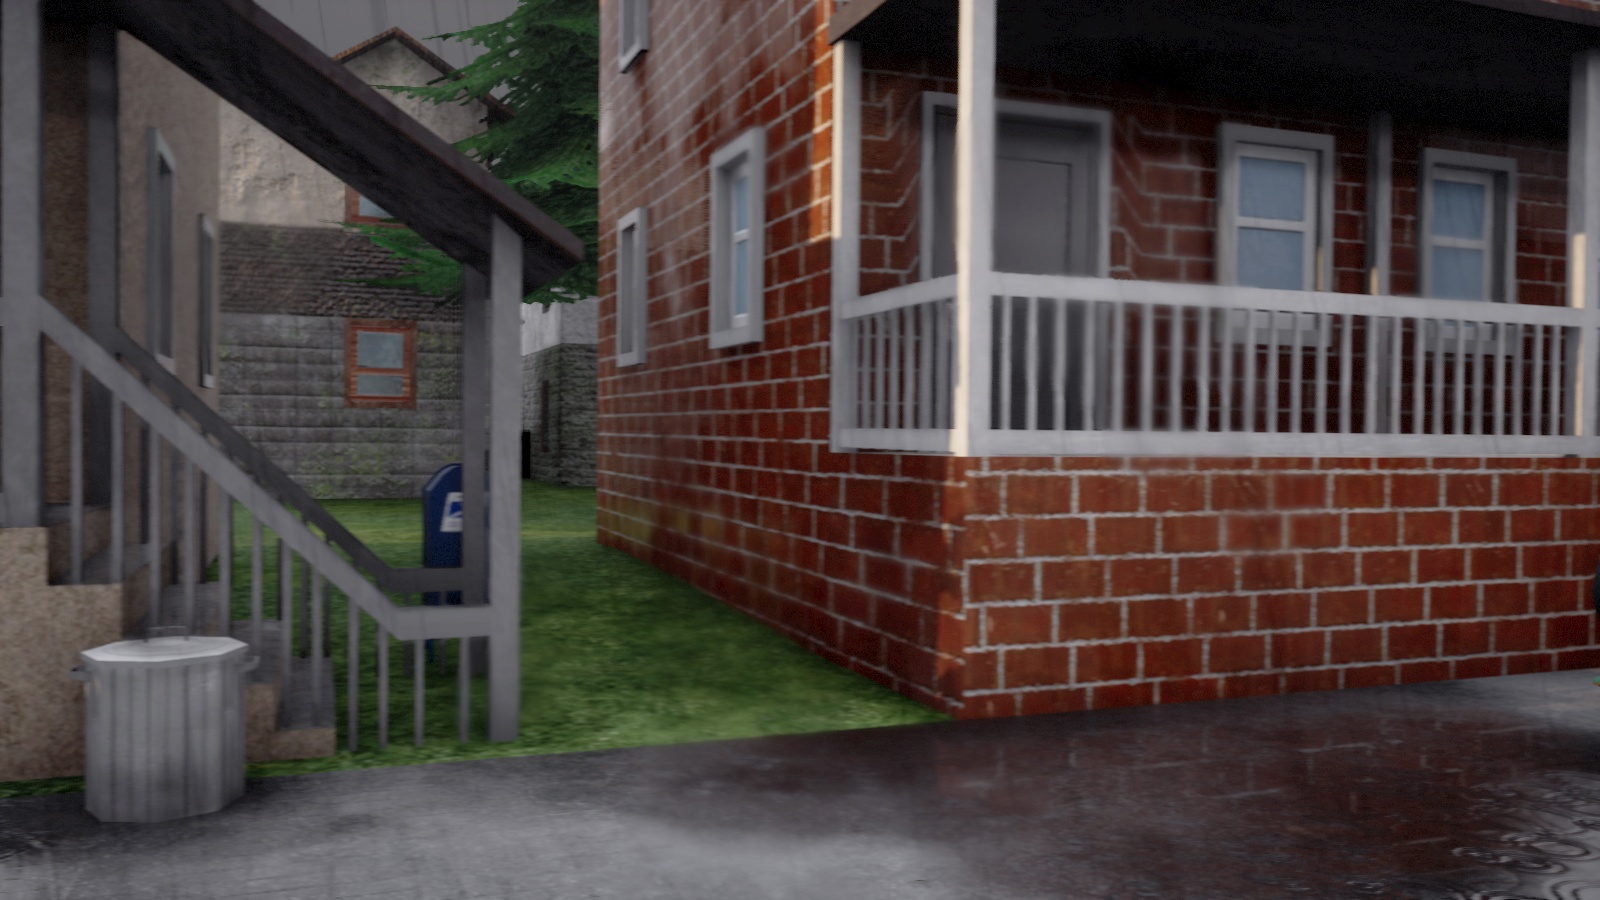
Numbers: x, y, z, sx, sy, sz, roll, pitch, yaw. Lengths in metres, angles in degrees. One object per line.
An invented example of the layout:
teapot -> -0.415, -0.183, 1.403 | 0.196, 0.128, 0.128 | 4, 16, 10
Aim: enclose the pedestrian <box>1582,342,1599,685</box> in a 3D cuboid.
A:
pedestrian -> 4.622, 0.341, 6.789 | 0.614, 1.847, 0.353 | -1, 1, -17
